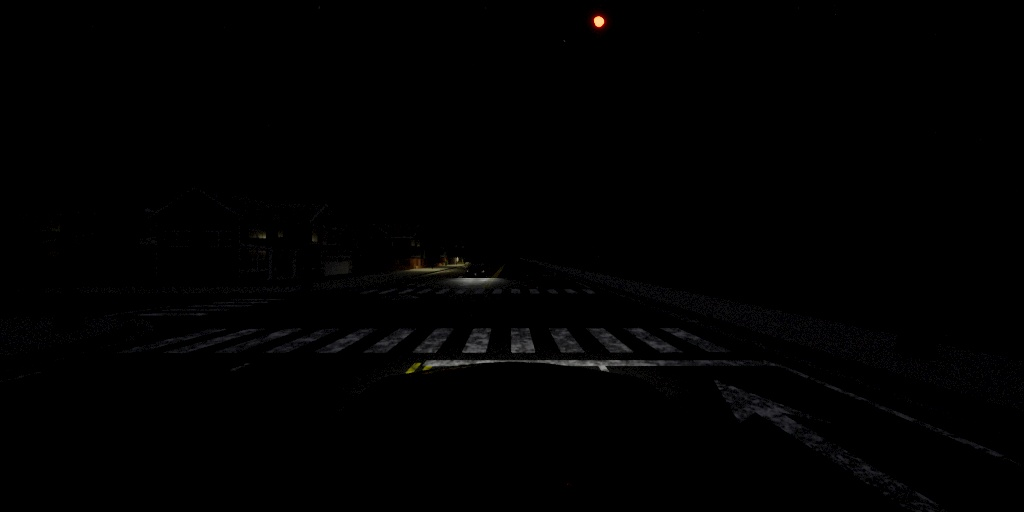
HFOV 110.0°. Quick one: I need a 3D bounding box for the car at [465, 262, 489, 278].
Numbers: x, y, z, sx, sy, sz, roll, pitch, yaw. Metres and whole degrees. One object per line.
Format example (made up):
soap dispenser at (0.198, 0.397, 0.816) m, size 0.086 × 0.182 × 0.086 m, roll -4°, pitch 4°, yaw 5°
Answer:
car at (-3.260, 1.315, 34.309) m, size 1.812 × 1.442 × 4.674 m, roll 0°, pitch 1°, yaw 0°
